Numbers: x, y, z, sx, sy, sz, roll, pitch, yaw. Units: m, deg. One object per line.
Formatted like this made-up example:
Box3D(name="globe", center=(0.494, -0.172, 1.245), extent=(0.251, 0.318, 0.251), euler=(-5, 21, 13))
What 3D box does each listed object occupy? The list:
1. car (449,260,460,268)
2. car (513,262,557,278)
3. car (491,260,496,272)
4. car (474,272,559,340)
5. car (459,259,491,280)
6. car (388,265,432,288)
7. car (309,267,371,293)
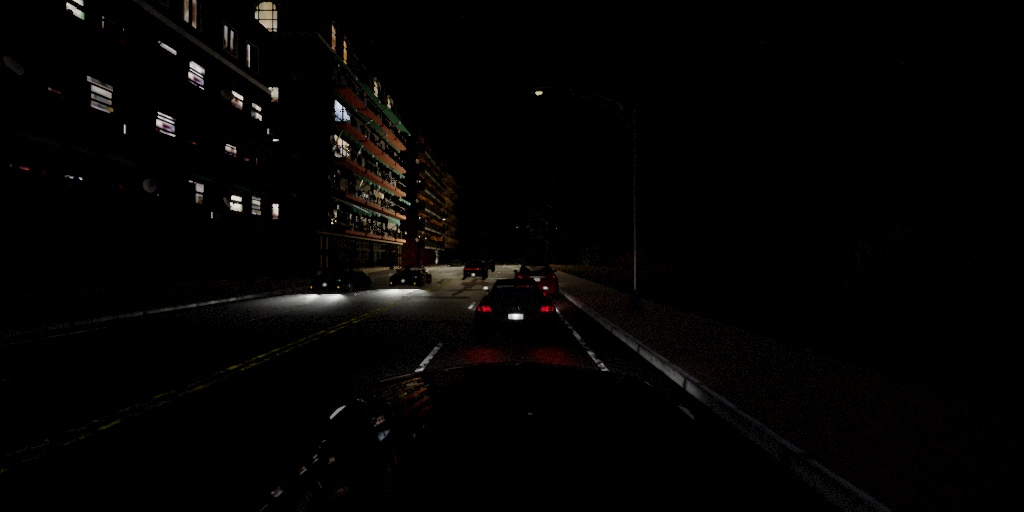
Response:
Box3D(name="car", center=(-9.766, 1.314, 63.303), extent=(1.994, 1.385, 4.181), euler=(0, 0, 0))
Box3D(name="car", center=(1.148, 1.103, 18.556), extent=(2.097, 1.767, 4.553), euler=(0, 0, 0))
Box3D(name="car", center=(-3.120, 1.243, 45.556), extent=(2.128, 1.511, 4.902), euler=(0, 0, 0))
Box3D(name="car", center=(0.100, 1.315, 9.976), extent=(1.994, 1.385, 4.181), euler=(0, 0, 0))
Box3D(name="car", center=(-3.131, 1.255, 31.329), extent=(1.837, 1.490, 4.892), euler=(0, 0, 0))
Box3D(name="car", center=(-6.586, 1.316, 23.641), extent=(1.994, 1.385, 4.181), euler=(0, 0, 0))
Box3D(name="car", center=(-9.838, 1.316, 20.809), extent=(1.994, 1.385, 4.181), euler=(0, 0, 0))
